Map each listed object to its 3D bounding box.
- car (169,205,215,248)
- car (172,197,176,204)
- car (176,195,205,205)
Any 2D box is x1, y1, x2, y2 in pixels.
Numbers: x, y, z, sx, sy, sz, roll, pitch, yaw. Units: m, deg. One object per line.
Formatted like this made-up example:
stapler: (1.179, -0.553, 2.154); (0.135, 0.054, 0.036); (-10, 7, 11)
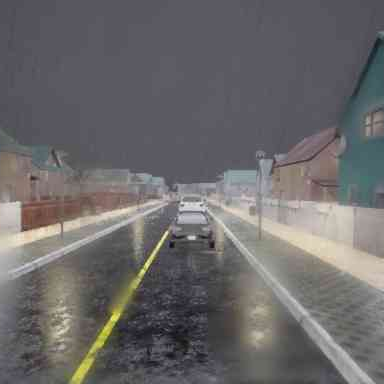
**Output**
car: (0.000, 1.528, 14.654); (1.812, 1.442, 4.674); (0, 0, 0)
car: (-2.749, 1.595, 63.554); (1.994, 1.385, 4.181); (0, 0, 0)
car: (0.000, 1.249, 29.686); (2.150, 2.045, 5.566); (0, 0, 0)
